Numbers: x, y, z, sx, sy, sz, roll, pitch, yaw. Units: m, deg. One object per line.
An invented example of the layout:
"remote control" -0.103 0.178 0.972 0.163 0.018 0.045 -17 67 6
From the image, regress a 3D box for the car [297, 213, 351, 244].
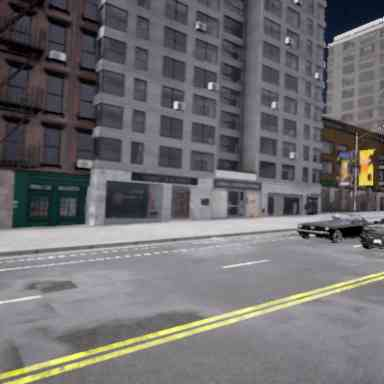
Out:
"car" 7.491 1.776 17.017 4.718 1.301 1.895 1 0 -36

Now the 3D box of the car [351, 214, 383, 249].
"car" 9.169 1.650 14.220 5.008 1.535 1.882 1 0 -35
